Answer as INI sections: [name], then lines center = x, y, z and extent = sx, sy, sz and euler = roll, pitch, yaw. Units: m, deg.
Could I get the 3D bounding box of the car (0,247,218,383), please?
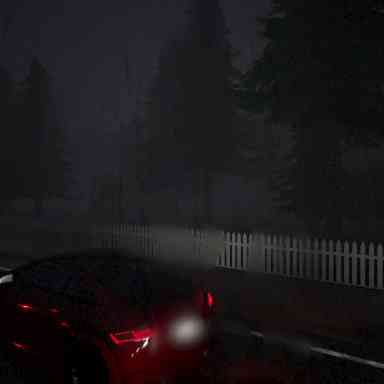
[car]
center = -1.709, 1.564, 4.996
extent = 4.181, 1.385, 1.994
euler = 0, 0, 35
